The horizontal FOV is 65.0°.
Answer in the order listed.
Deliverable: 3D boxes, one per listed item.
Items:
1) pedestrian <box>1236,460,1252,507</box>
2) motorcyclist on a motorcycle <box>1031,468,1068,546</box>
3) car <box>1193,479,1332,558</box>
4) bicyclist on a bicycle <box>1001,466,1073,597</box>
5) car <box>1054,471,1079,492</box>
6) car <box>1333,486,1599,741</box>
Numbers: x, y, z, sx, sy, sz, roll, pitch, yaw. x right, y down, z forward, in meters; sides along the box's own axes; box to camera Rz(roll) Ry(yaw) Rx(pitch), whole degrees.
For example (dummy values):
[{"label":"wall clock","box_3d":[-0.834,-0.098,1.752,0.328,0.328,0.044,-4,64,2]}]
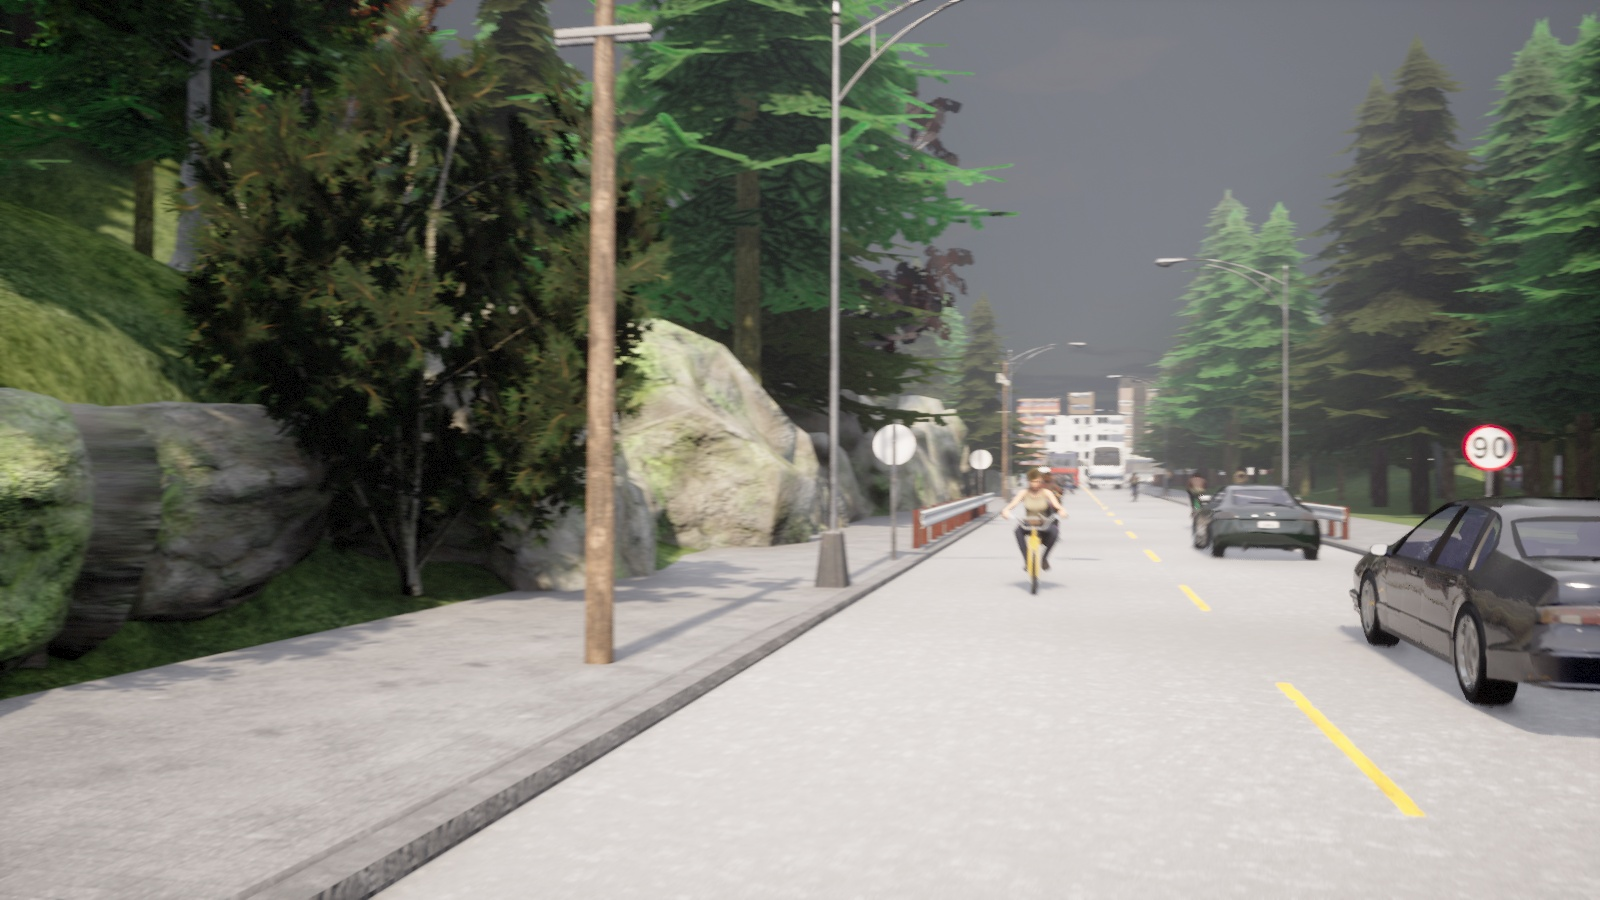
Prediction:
[{"label":"pedestrian","box_3d":[18.341,1.378,51.859,0.396,1.930,0.692,0,-1,-3]},{"label":"motorcyclist on a motorcycle","box_3d":[5.552,1.230,27.834,0.766,1.649,2.350,0,-1,12]},{"label":"car","box_3d":[8.986,1.285,24.762,1.994,1.385,4.181,0,-1,12]},{"label":"bicyclist on a bicycle","box_3d":[3.112,1.025,16.405,0.866,1.612,1.509,0,-1,12]},{"label":"car","box_3d":[19.984,2.367,94.262,1.789,1.549,3.705,0,-1,12]},{"label":"car","box_3d":[5.761,1.018,9.758,2.033,1.411,5.357,0,-1,13]}]
